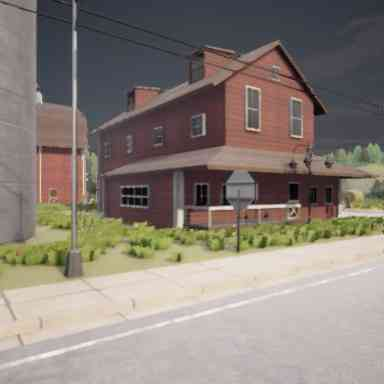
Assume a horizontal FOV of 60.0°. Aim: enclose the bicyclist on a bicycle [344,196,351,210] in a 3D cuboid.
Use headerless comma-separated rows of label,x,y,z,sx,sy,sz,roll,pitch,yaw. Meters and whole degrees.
bicyclist on a bicycle,18.589,1.364,39.819,1.656,1.620,0.582,0,0,-36
